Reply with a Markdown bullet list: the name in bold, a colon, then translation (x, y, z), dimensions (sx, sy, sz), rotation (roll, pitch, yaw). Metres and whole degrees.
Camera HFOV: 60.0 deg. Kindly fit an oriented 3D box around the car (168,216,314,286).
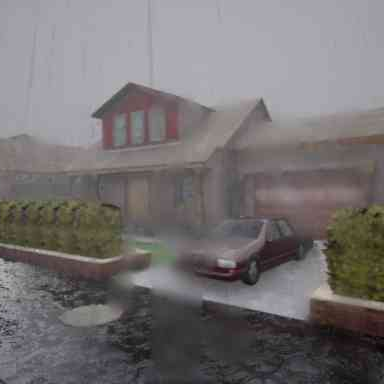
- **car**: translation (1.713, 1.391, 9.261), dimensions (2.033, 1.415, 5.357), rotation (-1, 0, 38)
